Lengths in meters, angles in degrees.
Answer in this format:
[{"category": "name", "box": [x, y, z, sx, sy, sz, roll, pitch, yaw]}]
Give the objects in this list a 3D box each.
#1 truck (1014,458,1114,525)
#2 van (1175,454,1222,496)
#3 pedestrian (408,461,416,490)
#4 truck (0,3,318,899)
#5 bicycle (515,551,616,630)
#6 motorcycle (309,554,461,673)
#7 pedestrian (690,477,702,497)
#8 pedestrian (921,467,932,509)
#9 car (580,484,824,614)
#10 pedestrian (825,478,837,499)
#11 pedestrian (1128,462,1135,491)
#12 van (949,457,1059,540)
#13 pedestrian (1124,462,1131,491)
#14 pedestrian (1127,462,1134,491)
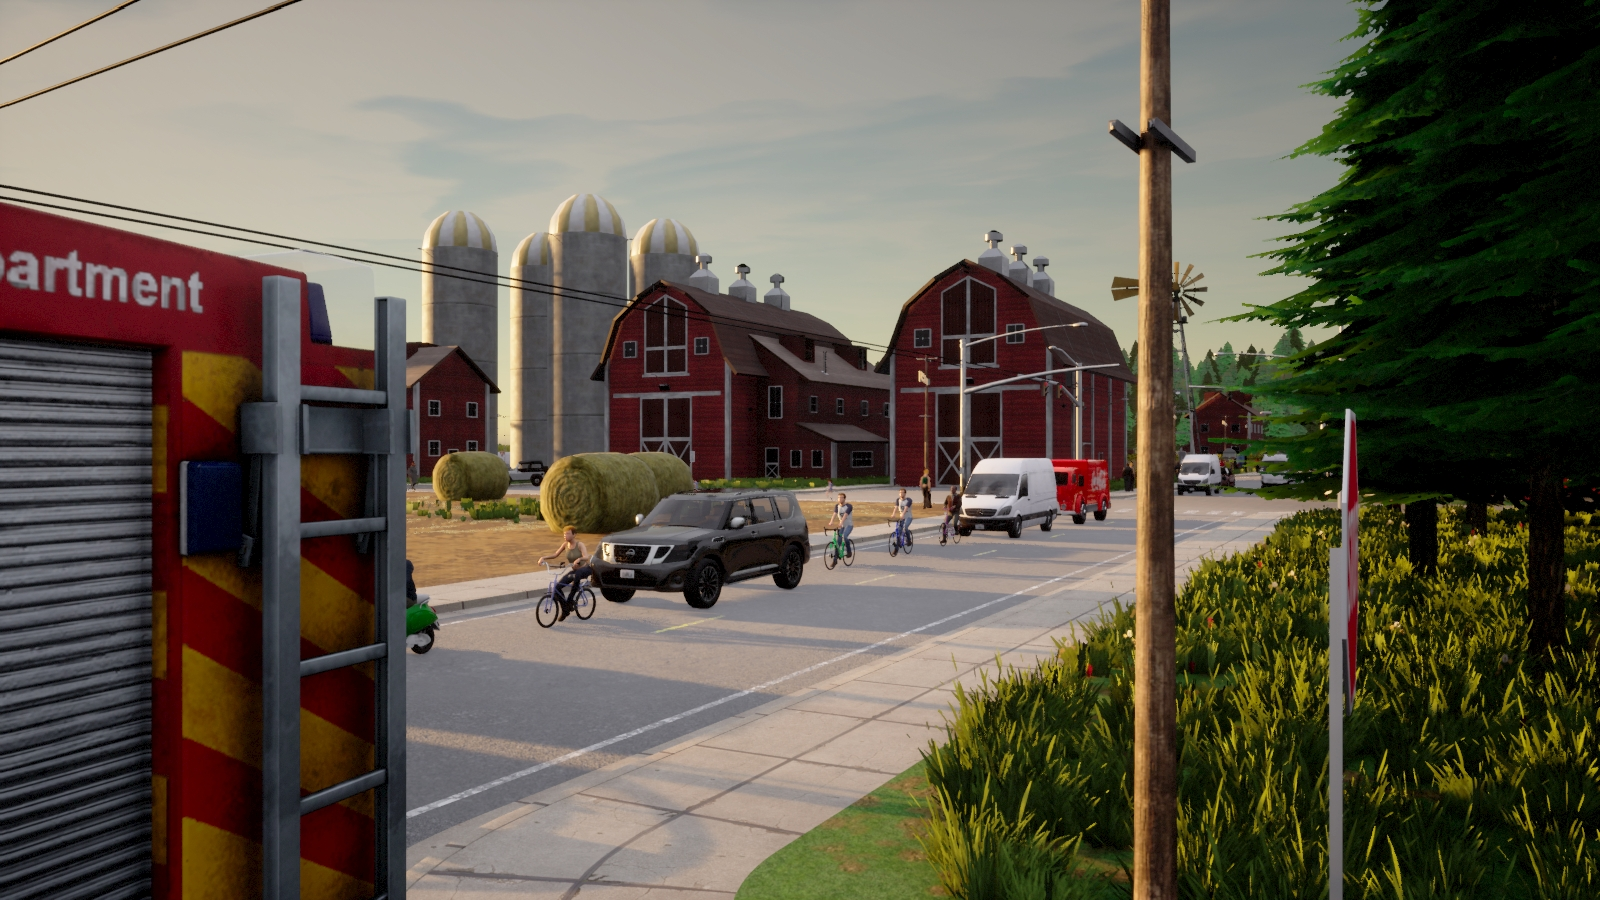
[{"category": "truck", "box": [10.572, 1.568, 45.383, 2.627, 2.467, 5.204, 0, 0, 28]}, {"category": "van", "box": [25.690, 1.534, 73.536, 1.988, 2.561, 5.915, 0, 0, 28]}, {"category": "pedestrian", "box": [-25.175, 1.670, 74.152, 0.375, 1.860, 0.375, 0, 0, 29]}, {"category": "truck", "box": [-6.009, 0.867, 3.752, 8.468, 3.827, 2.891, 0, 0, 20]}, {"category": "bicycle", "box": [-3.795, 2.256, 18.603, 0.859, 1.080, 1.487, 0, 0, 28]}, {"category": "motorcycle", "box": [-5.533, 2.142, 15.333, 0.856, 1.316, 1.805, 0, 0, 28]}, {"category": "pedestrian", "box": [-5.763, 2.052, 63.307, 0.500, 1.100, 0.500, 0, 0, 32]}, {"category": "pedestrian", "box": [5.592, 1.676, 50.646, 0.375, 1.860, 0.375, 0, 0, 27]}, {"category": "car", "box": [-1.722, 1.779, 22.449, 2.150, 2.045, 5.566, 0, 0, 27]}, {"category": "pedestrian", "box": [1.646, 2.051, 60.763, 0.500, 1.100, 0.500, 0, 0, 29]}, {"category": "pedestrian", "box": [21.537, 1.694, 74.180, 0.375, 1.860, 0.375, 0, 0, 25]}, {"category": "van", "box": [7.076, 1.534, 38.960, 1.988, 2.561, 5.915, 0, 0, 28]}, {"category": "pedestrian", "box": [20.905, 1.695, 72.968, 0.375, 1.860, 0.375, 0, 0, 24]}, {"category": "pedestrian", "box": [21.275, 1.696, 73.492, 0.375, 1.860, 0.375, 0, 0, 21]}]
